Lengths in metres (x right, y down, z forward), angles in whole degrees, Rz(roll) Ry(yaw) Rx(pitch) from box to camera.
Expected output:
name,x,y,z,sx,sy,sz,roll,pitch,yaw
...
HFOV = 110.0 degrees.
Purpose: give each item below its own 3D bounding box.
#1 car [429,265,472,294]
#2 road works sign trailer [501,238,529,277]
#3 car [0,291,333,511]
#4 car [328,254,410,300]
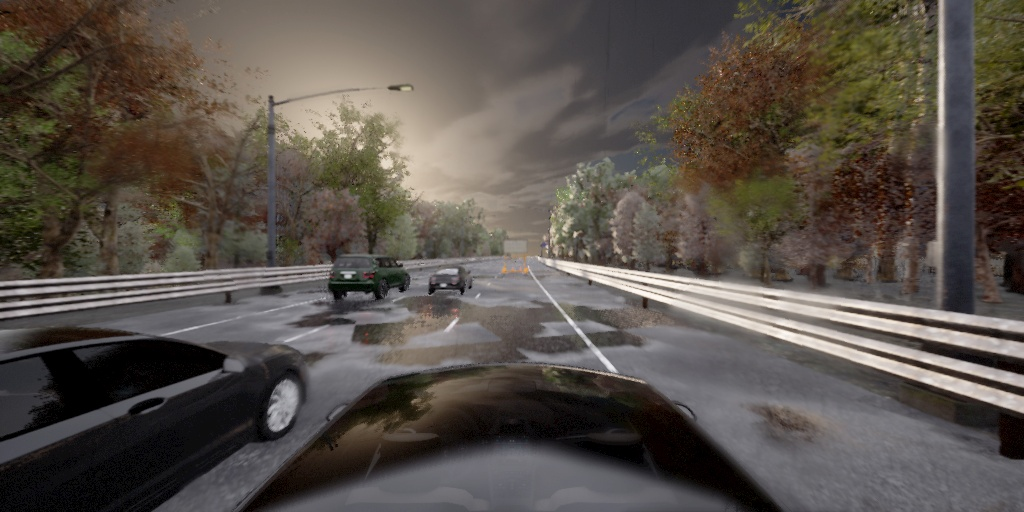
name,x,y,z,sx,sy,sz,roll,pitch,yaw
car,-3.296,1.236,19.685,1.812,1.442,4.674,0,0,1
road works sign trailer,0.300,0.139,33.869,2.380,3.560,2.880,0,0,2
car,-3.398,1.258,2.446,1.837,1.490,4.892,0,0,0
car,-6.809,0.936,17.678,2.150,2.045,5.566,0,0,1
